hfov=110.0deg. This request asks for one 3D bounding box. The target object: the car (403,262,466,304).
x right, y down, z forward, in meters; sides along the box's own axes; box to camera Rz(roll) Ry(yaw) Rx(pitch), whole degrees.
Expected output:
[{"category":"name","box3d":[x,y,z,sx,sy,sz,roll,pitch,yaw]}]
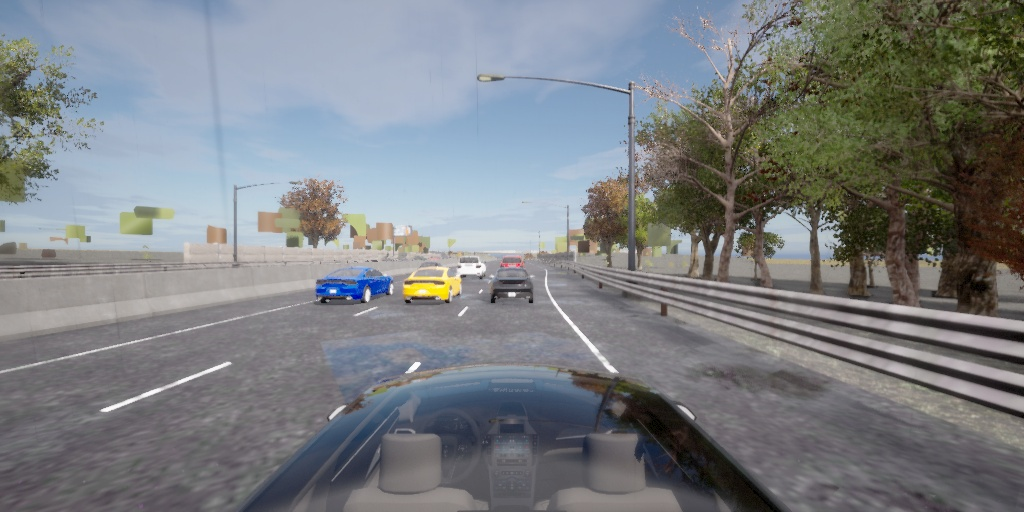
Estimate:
[{"category":"car","box3d":[-3.500,1.235,16.501,1.882,1.535,5.008,0,0,0]}]

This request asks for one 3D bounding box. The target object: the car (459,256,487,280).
[{"category":"car","box3d":[-3.500,1.017,31.532,2.150,2.045,5.566,0,0,0]}]

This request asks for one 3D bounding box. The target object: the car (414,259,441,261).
[{"category":"car","box3d":[-7.000,1.275,31.501,1.837,1.490,4.892,0,0,0]}]

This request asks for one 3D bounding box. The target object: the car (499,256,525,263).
[{"category":"car","box3d":[0.000,1.017,31.532,2.150,2.045,5.566,0,0,0]}]

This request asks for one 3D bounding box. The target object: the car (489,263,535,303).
[{"category":"car","box3d":[0.000,1.266,16.501,1.837,1.490,4.892,0,0,0]}]

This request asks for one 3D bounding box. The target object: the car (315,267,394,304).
[{"category":"car","box3d":[-7.000,1.234,16.501,1.882,1.535,5.008,0,0,0]}]
